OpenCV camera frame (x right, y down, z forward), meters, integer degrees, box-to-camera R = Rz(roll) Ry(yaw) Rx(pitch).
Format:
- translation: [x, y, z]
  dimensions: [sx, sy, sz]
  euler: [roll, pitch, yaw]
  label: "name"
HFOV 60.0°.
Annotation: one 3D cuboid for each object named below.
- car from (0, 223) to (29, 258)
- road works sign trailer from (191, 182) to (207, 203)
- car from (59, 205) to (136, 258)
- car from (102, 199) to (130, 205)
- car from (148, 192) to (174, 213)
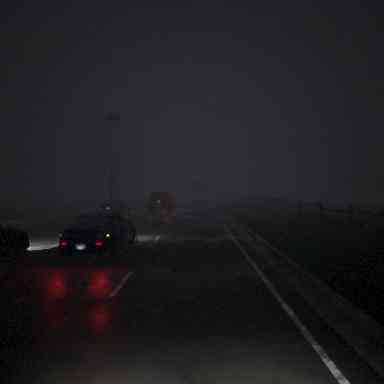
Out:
- translation: [-6.797, 1.485, 10.164]
  dimensions: [1.994, 1.385, 4.181]
  euler: [0, 0, 1]
  label: "car"
- translation: [1.167, 0.034, 58.190]
  dimensions: [2.380, 3.560, 2.880]
  euler: [0, 0, 6]
  label: "road works sign trailer"
- translation: [-3.289, 1.433, 12.184]
  dimensions: [1.812, 1.442, 4.674]
  euler: [0, 0, 0]
  label: "car"
- translation: [-6.581, 1.331, 28.756]
  dimensions: [2.033, 1.411, 5.357]
  euler: [0, 0, 1]
  label: "car"
- translation: [-3.025, 0.972, 33.394]
  dimensions: [2.150, 2.045, 5.566]
  euler: [0, 0, 1]
  label: "car"
